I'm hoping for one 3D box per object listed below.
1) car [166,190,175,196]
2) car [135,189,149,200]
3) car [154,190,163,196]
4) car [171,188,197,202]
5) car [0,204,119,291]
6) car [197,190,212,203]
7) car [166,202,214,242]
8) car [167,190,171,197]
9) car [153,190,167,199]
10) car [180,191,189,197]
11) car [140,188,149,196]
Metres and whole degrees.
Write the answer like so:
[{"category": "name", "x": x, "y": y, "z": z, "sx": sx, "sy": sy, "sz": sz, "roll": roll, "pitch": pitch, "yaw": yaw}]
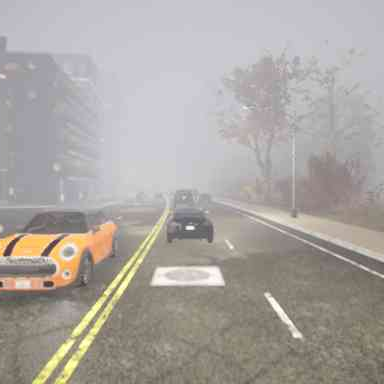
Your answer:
[{"category": "car", "x": -5.580, "y": 0.230, "z": 86.366, "sx": 1.994, "sy": 1.385, "sz": 4.181, "roll": 0, "pitch": 1, "yaw": -7}, {"category": "car", "x": -9.520, "y": 0.478, "z": 62.606, "sx": 2.097, "sy": 1.767, "sz": 4.553, "roll": 0, "pitch": 1, "yaw": -5}, {"category": "car", "x": -7.970, "y": 0.252, "z": 79.145, "sx": 1.994, "sy": 1.385, "sz": 4.181, "roll": 0, "pitch": 1, "yaw": -7}, {"category": "car", "x": -1.013, "y": 0.697, "z": 37.549, "sx": 2.150, "sy": 2.045, "sz": 5.566, "roll": 0, "pitch": 1, "yaw": -3}, {"category": "car", "x": -3.406, "y": 1.228, "z": 8.897, "sx": 2.097, "sy": 1.767, "sz": 4.553, "roll": 0, "pitch": 1, "yaw": 0}, {"category": "car", "x": 1.678, "y": 0.851, "z": 46.446, "sx": 1.837, "sy": 1.490, "sz": 4.892, "roll": 0, "pitch": 1, "yaw": -4}, {"category": "car", "x": -0.119, "y": 1.353, "z": 15.117, "sx": 1.994, "sy": 1.385, "sz": 4.181, "roll": 0, "pitch": 1, "yaw": -1}, {"category": "car", "x": -4.376, "y": 0.393, "z": 76.343, "sx": 1.882, "sy": 1.535, "sz": 5.008, "roll": 0, "pitch": 1, "yaw": -7}, {"category": "car", "x": -6.285, "y": 0.679, "z": 62.915, "sx": 1.994, "sy": 1.385, "sz": 4.181, "roll": 0, "pitch": 1, "yaw": -5}, {"category": "car", "x": -1.866, "y": 0.370, "z": 82.852, "sx": 1.994, "sy": 1.385, "sz": 4.181, "roll": 0, "pitch": 1, "yaw": -7}, {"category": "car", "x": -11.203, "y": 0.064, "z": 78.802, "sx": 2.097, "sy": 1.767, "sz": 4.553, "roll": 0, "pitch": 1, "yaw": -7}]
